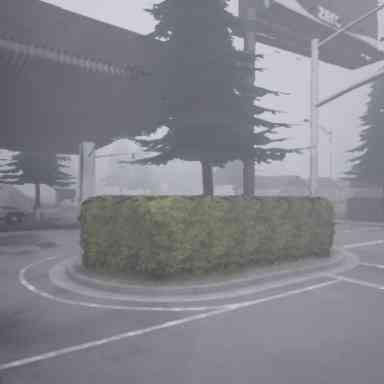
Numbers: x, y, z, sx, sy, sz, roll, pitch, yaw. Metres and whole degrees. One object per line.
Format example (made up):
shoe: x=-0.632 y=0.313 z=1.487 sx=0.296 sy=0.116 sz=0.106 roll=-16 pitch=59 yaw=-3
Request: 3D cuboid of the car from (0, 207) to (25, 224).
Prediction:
car: x=-13.510 y=1.337 z=22.381 sx=3.866 sy=1.878 sz=1.905 roll=1 pitch=0 yaw=-36
